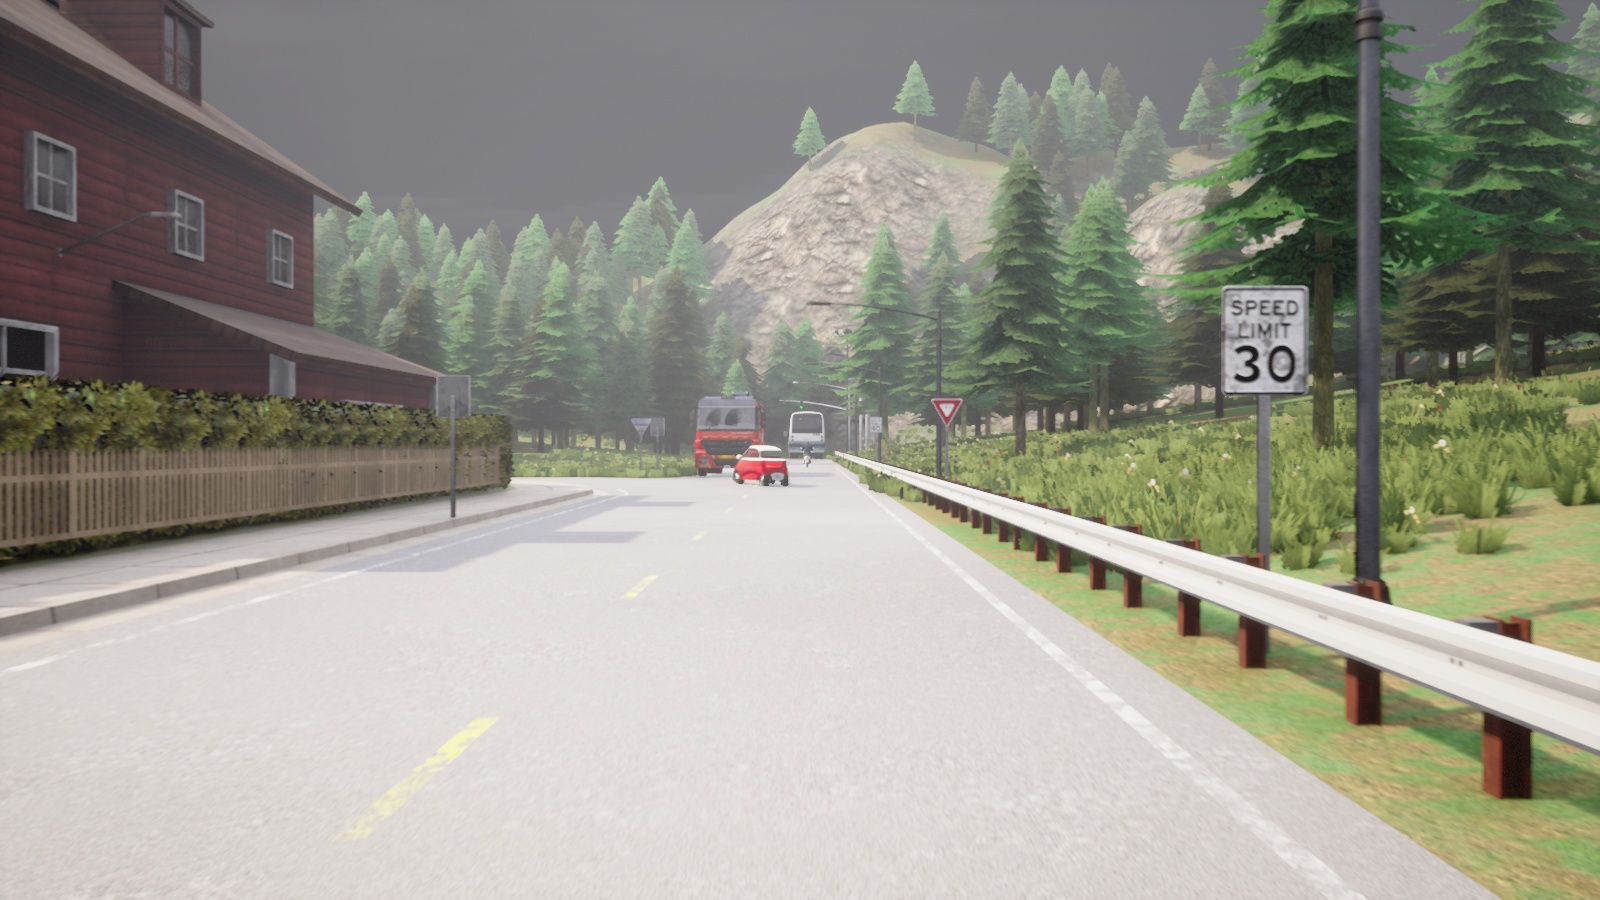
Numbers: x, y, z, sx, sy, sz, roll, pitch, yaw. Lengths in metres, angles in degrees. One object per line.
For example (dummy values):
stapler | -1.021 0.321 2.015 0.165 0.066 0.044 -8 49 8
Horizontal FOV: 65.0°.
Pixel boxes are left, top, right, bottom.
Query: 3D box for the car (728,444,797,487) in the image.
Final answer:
car | -1.317 0.517 42.982 1.481 1.376 2.207 1 1 -29

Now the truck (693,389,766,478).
truck | -3.151 -0.750 58.497 2.891 3.827 8.468 0 0 0
